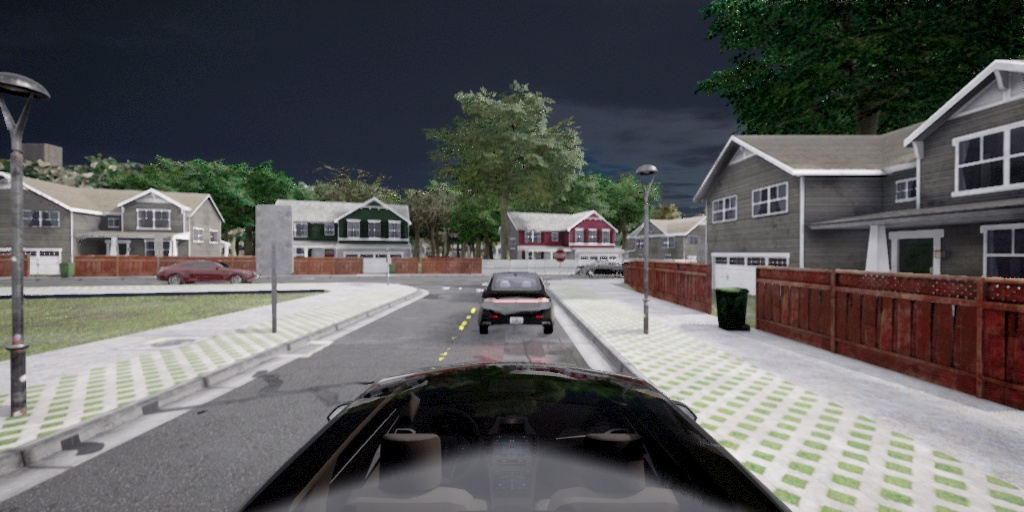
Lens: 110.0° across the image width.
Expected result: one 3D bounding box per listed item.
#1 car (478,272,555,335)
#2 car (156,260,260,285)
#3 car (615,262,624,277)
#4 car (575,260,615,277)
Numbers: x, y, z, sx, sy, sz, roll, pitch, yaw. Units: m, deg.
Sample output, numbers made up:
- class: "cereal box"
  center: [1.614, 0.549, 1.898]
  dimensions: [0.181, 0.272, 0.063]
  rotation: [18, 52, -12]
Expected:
- class: "car"
  center: [0.104, 1.189, 10.312]
  dimensions: [2.128, 1.511, 4.902]
  rotation: [0, 0, 0]
- class: "car"
  center: [-17.563, 0.957, 20.929]
  dimensions: [4.674, 1.442, 1.812]
  rotation: [1, 0, -20]
- class: "car"
  center: [12.018, 1.223, 31.767]
  dimensions: [4.892, 1.490, 1.837]
  rotation: [1, 0, -19]
- class: "car"
  center: [8.208, 1.161, 33.428]
  dimensions: [4.902, 1.511, 2.128]
  rotation: [1, 0, -20]
